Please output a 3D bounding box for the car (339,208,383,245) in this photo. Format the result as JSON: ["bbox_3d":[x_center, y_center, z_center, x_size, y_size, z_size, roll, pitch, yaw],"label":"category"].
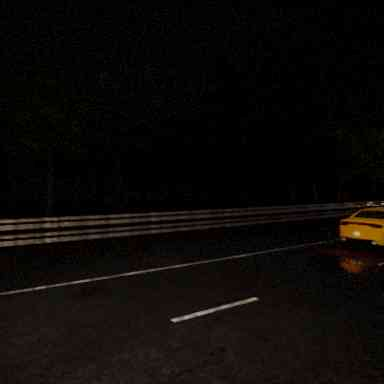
[{"bbox_3d":[8.198,1.388,13.901,5.008,1.535,1.882,-1,0,-36],"label":"car"}]
